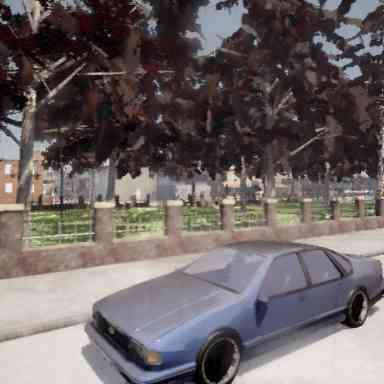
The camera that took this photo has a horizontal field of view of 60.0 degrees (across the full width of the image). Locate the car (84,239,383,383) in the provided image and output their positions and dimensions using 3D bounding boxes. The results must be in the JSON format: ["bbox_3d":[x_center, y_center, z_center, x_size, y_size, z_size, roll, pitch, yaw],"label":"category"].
[{"bbox_3d":[1.153,1.542,5.428,5.357,1.411,2.033,0,0,-36],"label":"car"}]
